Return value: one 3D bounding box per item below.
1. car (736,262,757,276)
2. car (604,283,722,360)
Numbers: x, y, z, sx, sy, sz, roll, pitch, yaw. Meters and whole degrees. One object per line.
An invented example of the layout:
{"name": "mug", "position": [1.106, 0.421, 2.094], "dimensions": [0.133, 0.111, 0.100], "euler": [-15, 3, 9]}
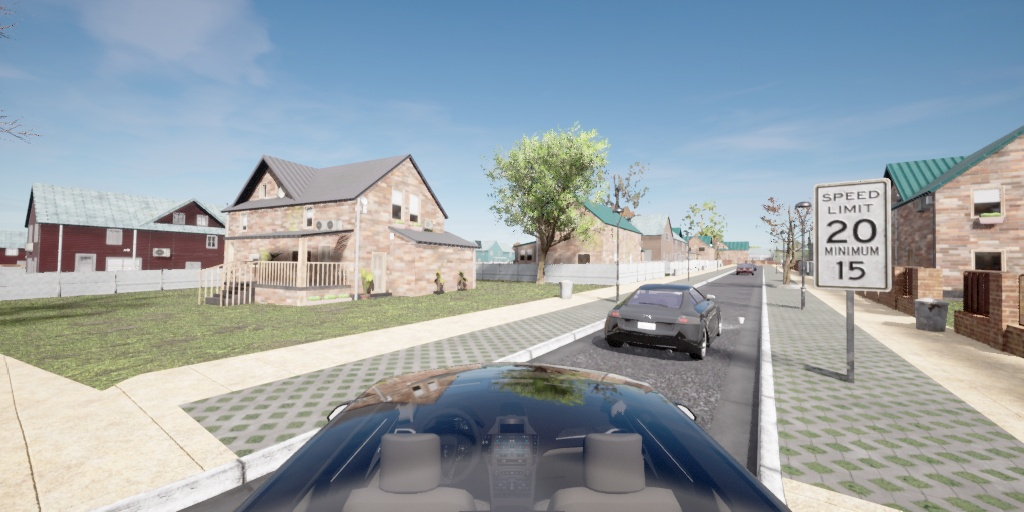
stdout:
{"name": "car", "position": [28.797, 1.631, 44.231], "dimensions": [2.033, 1.411, 5.357], "euler": [0, 0, 35]}
{"name": "car", "position": [3.802, 1.359, 8.704], "dimensions": [1.994, 1.385, 4.181], "euler": [0, 0, 35]}
